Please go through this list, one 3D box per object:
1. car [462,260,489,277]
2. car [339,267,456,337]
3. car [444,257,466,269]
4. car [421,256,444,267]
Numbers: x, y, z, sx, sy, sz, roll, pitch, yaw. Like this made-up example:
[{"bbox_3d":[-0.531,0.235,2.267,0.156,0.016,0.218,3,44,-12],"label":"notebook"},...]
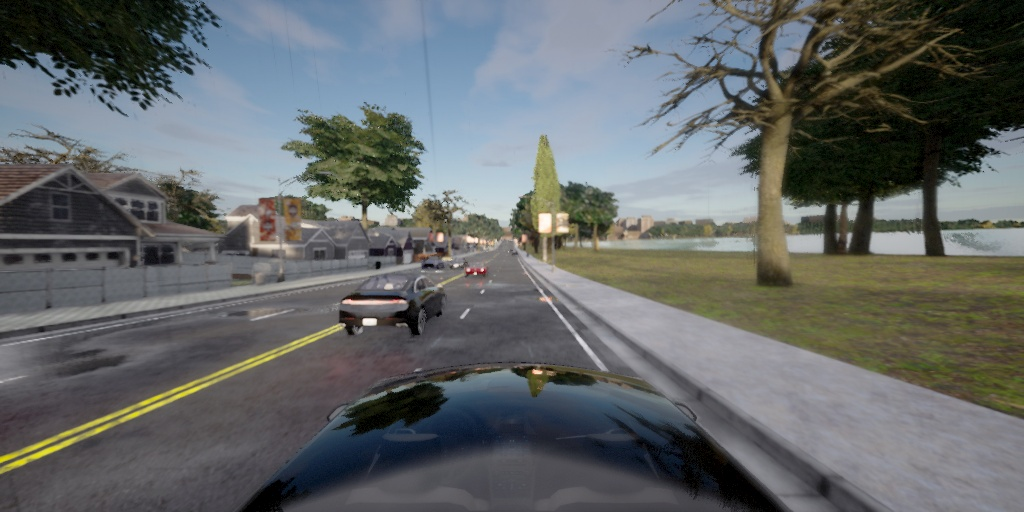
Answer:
[{"bbox_3d":[-3.151,1.213,33.125,1.895,1.301,4.718,0,1,0],"label":"car"},{"bbox_3d":[-3.152,1.248,10.370,2.128,1.511,4.902,0,0,0],"label":"car"},{"bbox_3d":[-6.584,0.935,44.623,2.128,1.511,4.902,0,1,0],"label":"car"},{"bbox_3d":[-9.833,0.791,44.769,2.097,1.767,4.553,0,1,0],"label":"car"}]
